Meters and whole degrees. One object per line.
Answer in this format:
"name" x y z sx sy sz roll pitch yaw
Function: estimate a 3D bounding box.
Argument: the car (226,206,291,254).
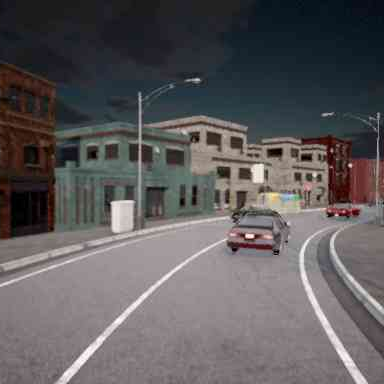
"car" 2.885 1.551 13.624 2.033 1.411 5.357 1 0 22

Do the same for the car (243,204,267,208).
"car" 4.538 1.580 24.316 1.895 1.301 4.718 1 0 34

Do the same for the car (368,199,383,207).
"car" 30.763 1.827 54.920 2.033 1.411 5.357 2 1 42

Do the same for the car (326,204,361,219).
"car" 13.974 1.722 30.483 1.895 1.301 4.718 2 1 40
